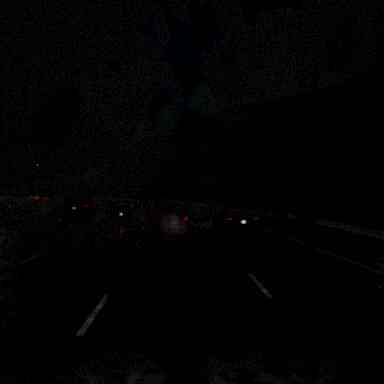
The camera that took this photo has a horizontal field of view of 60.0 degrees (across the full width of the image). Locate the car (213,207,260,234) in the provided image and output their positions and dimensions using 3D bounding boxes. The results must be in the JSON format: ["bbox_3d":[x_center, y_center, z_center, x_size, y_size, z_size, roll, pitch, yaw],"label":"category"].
[{"bbox_3d":[2.447,1.523,19.172,1.994,1.385,4.181,-1,0,-7],"label":"car"}]

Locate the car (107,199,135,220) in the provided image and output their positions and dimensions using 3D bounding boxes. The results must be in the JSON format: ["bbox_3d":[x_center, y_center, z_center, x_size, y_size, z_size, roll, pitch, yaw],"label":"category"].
[{"bbox_3d":[-6.210,1.568,29.432,1.837,1.490,4.892,0,0,-11],"label":"car"}]

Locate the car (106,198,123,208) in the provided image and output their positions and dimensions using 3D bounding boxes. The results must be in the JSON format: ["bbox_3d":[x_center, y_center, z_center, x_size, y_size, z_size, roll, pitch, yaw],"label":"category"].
[{"bbox_3d":[-11.869,1.688,50.797,1.994,1.385,4.181,-1,0,-19],"label":"car"}]

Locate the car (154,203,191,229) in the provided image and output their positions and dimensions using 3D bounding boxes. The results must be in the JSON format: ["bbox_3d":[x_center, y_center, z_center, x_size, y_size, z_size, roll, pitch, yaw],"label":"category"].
[{"bbox_3d":[-1.285,1.605,21.562,1.895,1.301,4.718,-1,0,-8],"label":"car"}]

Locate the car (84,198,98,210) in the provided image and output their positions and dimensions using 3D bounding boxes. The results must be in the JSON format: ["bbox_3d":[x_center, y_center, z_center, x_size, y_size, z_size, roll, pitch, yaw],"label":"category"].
[{"bbox_3d":[-14.591,1.685,47.957,1.812,1.442,4.674,-1,0,-18],"label":"car"}]

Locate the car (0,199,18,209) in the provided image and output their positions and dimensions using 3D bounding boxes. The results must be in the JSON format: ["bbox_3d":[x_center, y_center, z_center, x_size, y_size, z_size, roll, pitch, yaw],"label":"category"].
[{"bbox_3d":[-24.449,1.764,43.946,1.882,1.535,5.008,-1,0,-17],"label":"car"}]

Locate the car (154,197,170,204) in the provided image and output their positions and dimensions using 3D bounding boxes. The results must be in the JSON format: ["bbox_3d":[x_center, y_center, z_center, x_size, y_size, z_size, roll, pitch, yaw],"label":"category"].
[{"bbox_3d":[-4.677,1.525,51.410,2.128,1.511,4.902,-1,0,-18],"label":"car"}]

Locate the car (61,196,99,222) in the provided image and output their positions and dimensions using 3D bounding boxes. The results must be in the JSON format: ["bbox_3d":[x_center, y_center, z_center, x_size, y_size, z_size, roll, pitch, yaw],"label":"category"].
[{"bbox_3d":[-9.470,1.328,28.013,2.150,2.045,5.566,-1,0,-10],"label":"car"}]

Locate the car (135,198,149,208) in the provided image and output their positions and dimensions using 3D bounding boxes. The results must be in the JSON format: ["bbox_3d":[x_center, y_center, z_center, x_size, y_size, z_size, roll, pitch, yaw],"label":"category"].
[{"bbox_3d":[-7.591,1.563,49.011,2.128,1.511,4.902,-1,0,-17],"label":"car"}]
